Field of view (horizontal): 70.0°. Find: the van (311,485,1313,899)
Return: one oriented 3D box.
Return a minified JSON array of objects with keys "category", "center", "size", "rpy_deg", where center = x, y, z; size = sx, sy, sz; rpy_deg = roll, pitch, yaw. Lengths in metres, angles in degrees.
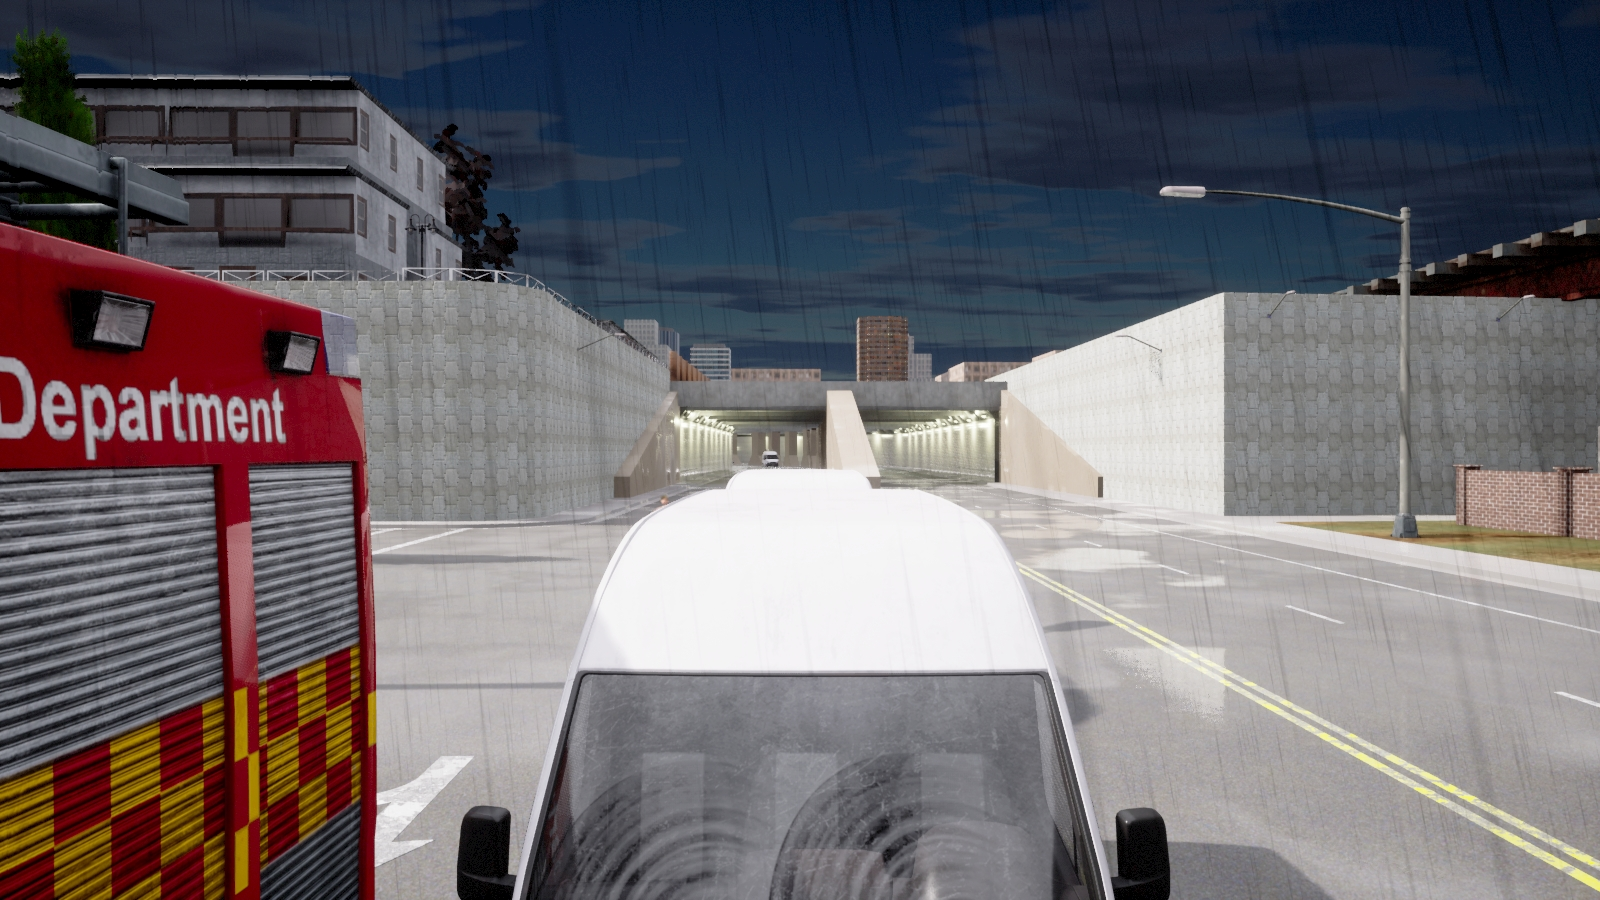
[{"category":"van","center":[0.047,1.534,5.226],"size":[1.988,2.561,5.915],"rpy_deg":[0,0,1]}]
